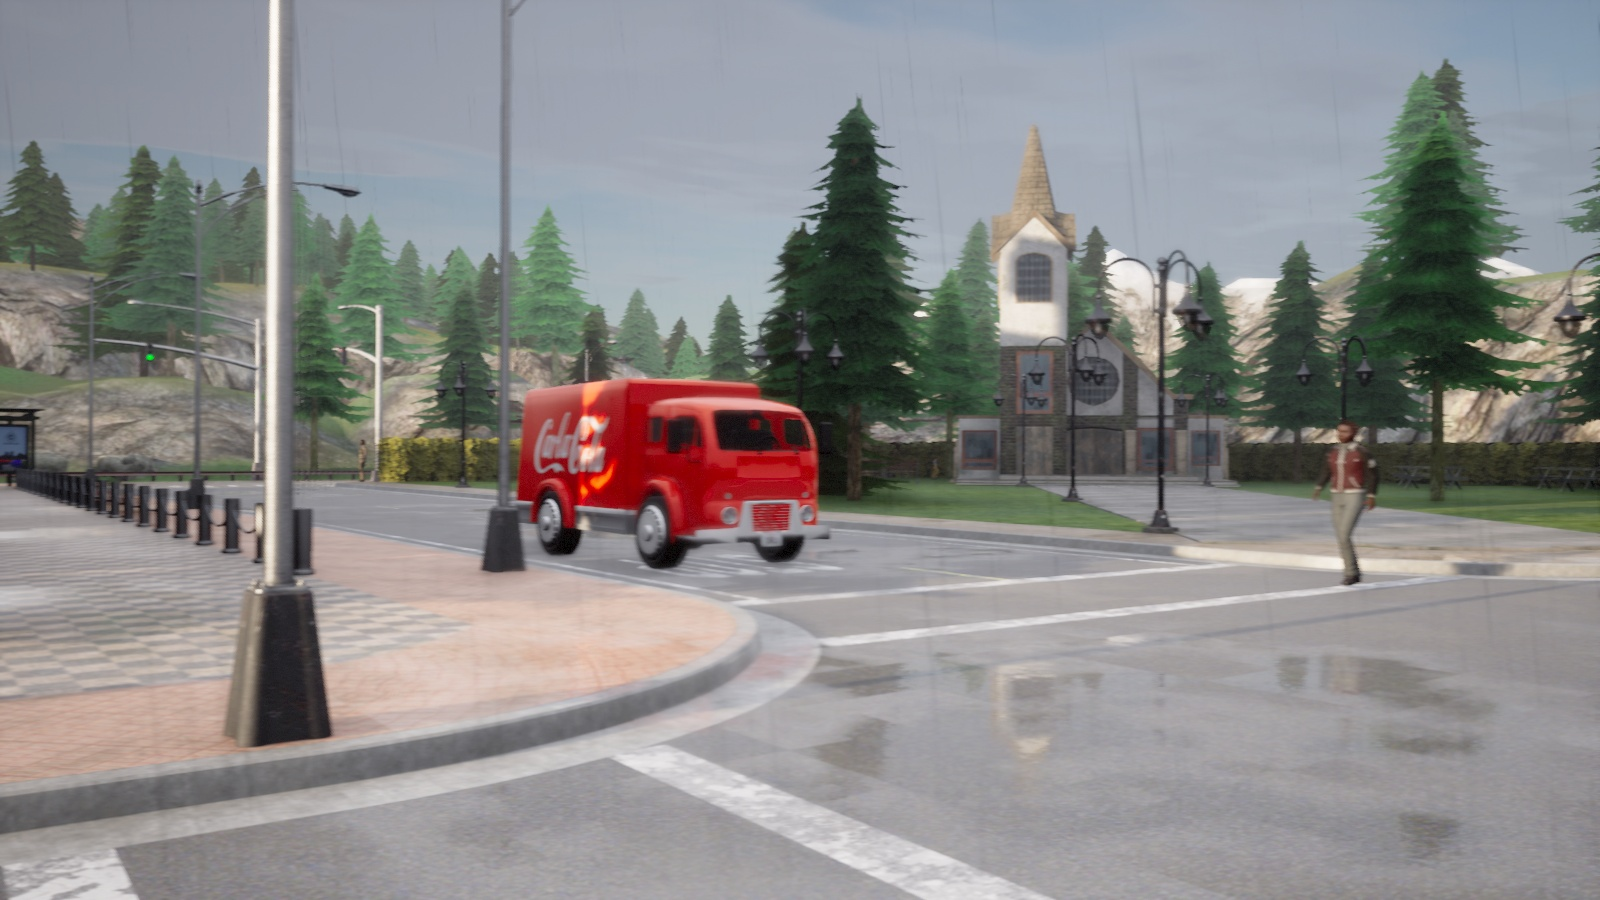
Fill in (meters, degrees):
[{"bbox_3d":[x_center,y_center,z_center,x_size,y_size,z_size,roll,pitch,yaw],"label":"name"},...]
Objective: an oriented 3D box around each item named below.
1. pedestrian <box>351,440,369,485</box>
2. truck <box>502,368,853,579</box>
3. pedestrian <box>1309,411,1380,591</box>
[{"bbox_3d":[-19.002,0.525,54.232,0.692,1.930,0.396,0,0,-24],"label":"pedestrian"},{"bbox_3d":[-1.908,0.285,17.595,2.627,2.467,5.204,0,0,-36],"label":"truck"},{"bbox_3d":[5.997,0.551,13.823,0.666,1.930,0.402,0,0,-31],"label":"pedestrian"}]
